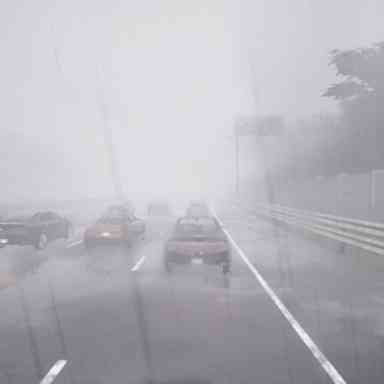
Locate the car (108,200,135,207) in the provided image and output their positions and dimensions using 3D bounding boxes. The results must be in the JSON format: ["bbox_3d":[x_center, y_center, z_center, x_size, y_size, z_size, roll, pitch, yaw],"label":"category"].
[{"bbox_3d":[-6.475,1.459,30.514,1.812,1.442,4.674,0,1,1],"label":"car"}]

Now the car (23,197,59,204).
[{"bbox_3d":[-16.914,1.376,38.681,2.033,1.411,5.357,0,1,2],"label":"car"}]

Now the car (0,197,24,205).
[{"bbox_3d":[-20.386,1.325,39.274,1.837,1.490,4.892,0,1,2],"label":"car"}]

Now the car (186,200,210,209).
[{"bbox_3d":[0.508,1.437,29.449,2.128,1.511,4.902,0,1,2],"label":"car"}]

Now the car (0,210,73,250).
[{"bbox_3d":[-6.790,1.535,14.549,1.837,1.490,4.892,0,0,1],"label":"car"}]

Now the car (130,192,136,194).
[{"bbox_3d":[-14.732,0.302,79.804,1.895,1.301,4.718,0,2,4],"label":"car"}]

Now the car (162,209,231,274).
[{"bbox_3d":[0.161,1.526,10.743,2.128,1.511,4.902,0,0,1],"label":"car"}]

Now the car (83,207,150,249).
[{"bbox_3d":[-3.285,1.595,14.808,1.994,1.385,4.181,0,0,1],"label":"car"}]

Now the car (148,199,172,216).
[{"bbox_3d":[-2.945,1.405,31.121,1.882,1.535,5.008,0,1,2],"label":"car"}]
